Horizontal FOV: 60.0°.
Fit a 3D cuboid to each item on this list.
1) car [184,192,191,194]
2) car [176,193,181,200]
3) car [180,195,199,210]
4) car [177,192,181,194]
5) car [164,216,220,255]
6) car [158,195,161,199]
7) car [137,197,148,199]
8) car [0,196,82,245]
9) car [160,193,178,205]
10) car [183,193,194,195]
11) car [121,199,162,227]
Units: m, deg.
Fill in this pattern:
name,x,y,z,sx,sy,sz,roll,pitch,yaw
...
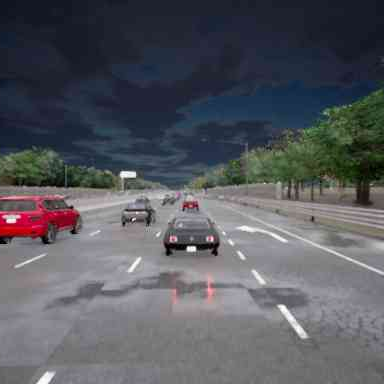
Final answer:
name,x,y,z,sx,sy,sz,roll,pitch,yaw
car,-0.744,1.131,86.008,2.150,2.045,5.566,0,0,-1
car,-4.026,1.507,72.379,1.895,1.301,4.718,0,0,-1
car,-0.169,1.436,41.164,1.882,1.535,5.008,0,0,0
car,-4.300,1.385,89.190,1.882,1.535,5.008,0,0,-1
car,-0.016,1.588,13.187,1.895,1.301,4.718,0,0,0
car,-7.759,1.503,86.823,1.895,1.301,4.718,0,0,-1
car,-7.242,1.454,49.169,1.837,1.490,4.892,0,0,-1
car,-7.023,1.209,15.633,2.150,2.045,5.566,0,0,0
car,-3.810,1.442,55.555,1.837,1.490,4.892,0,0,-1
car,-0.416,1.446,64.346,1.812,1.442,4.674,0,0,-1
car,-3.551,1.471,22.772,2.128,1.511,4.902,0,0,0
